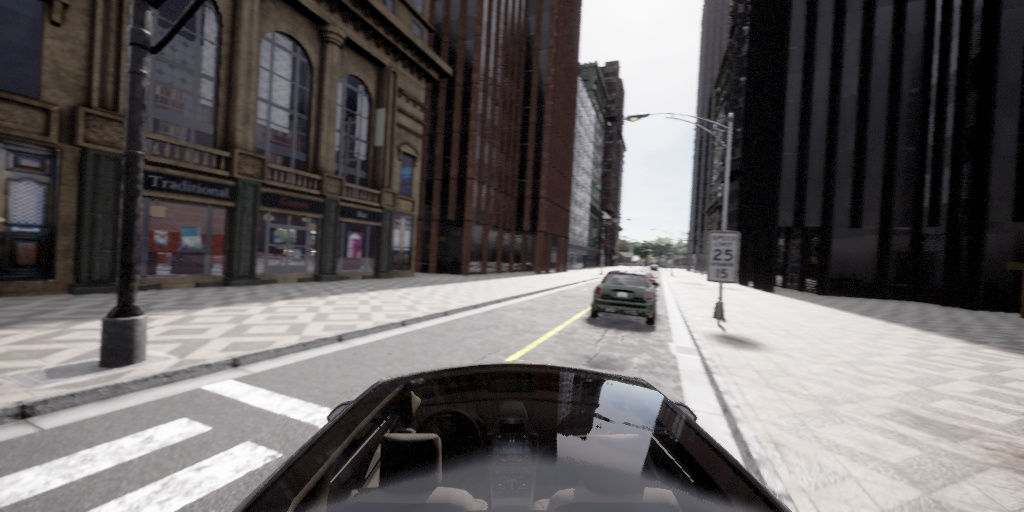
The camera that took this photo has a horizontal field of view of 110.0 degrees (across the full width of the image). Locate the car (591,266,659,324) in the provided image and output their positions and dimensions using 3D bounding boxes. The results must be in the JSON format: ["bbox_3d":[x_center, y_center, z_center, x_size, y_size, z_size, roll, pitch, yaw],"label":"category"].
[{"bbox_3d":[4.416,1.336,13.673,2.097,1.767,4.553,3,0,22],"label":"car"}]
